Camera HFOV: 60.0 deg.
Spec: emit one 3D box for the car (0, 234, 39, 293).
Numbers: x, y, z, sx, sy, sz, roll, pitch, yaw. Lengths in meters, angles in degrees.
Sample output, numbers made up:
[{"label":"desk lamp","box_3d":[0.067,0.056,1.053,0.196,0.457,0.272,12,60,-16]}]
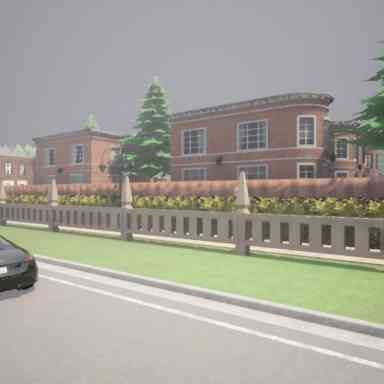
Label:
[{"label":"car","box_3d":[-5.506,1.563,7.877,4.181,1.385,1.994,0,0,36]}]
